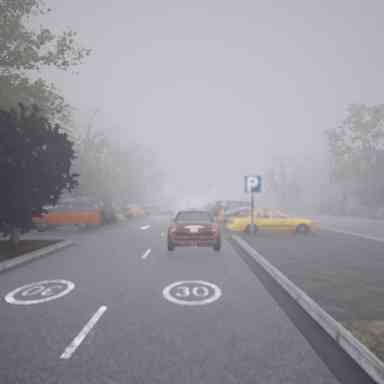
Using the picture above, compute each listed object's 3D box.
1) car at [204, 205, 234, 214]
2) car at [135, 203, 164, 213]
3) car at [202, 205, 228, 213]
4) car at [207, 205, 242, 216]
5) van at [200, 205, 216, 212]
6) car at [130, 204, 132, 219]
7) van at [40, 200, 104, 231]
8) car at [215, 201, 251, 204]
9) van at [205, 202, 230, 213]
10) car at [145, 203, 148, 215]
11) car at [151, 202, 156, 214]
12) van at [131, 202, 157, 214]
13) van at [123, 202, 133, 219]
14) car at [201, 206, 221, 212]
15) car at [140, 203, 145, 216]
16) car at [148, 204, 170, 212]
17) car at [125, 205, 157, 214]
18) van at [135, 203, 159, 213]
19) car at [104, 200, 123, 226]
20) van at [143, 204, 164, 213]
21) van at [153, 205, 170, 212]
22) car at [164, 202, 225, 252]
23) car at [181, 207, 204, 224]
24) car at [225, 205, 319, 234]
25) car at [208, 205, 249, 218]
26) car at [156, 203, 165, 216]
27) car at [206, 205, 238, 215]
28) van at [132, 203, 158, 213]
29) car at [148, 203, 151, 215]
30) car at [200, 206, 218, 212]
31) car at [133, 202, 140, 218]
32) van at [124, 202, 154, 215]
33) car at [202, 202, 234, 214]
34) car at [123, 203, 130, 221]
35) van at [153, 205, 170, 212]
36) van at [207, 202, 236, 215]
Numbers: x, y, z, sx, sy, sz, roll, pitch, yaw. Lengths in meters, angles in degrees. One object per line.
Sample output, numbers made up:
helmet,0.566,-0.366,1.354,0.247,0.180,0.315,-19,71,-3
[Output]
car,4.517,2.953,55.924,4.792,1.488,2.163,0,-2,0
car,-8.503,3.206,67.013,5.566,2.045,2.435,0,-3,0
car,4.554,3.449,66.991,5.008,1.535,2.097,0,-3,0
car,4.576,2.669,47.593,4.792,1.488,2.163,0,-2,0
van,4.435,4.616,94.729,4.442,1.987,1.878,0,-3,0
car,-8.530,2.088,31.158,4.892,1.521,2.231,0,-2,0
van,-8.655,1.598,22.742,4.442,1.987,1.878,0,-2,0
car,4.512,1.854,28.182,4.553,1.767,2.185,0,-2,0
van,4.664,2.945,61.457,4.442,1.987,1.878,0,-3,0
car,-8.530,2.464,42.234,5.008,1.535,2.097,0,-2,0
car,-8.349,2.744,50.541,5.366,1.575,1.946,0,-2,0
van,-8.416,2.815,58.703,4.442,1.987,1.878,0,-2,0
van,-8.653,1.955,33.935,4.442,1.987,1.878,0,-2,0
car,4.544,4.146,80.855,4.892,1.521,2.231,0,-3,0
car,-8.530,2.365,39.340,5.008,1.535,2.097,0,-2,0
car,-8.501,4.185,86.505,5.566,2.045,2.435,0,-3,0
car,-8.538,2.936,56.076,5.008,1.535,2.097,0,-2,0
van,-8.649,3.093,64.244,4.442,1.987,1.878,0,-3,0
car,-8.565,1.654,25.633,5.566,2.045,2.435,0,-2,0
van,-8.647,3.648,75.311,4.442,1.987,1.878,0,-3,0
van,-8.644,4.627,94.803,4.442,1.987,1.878,0,-3,0
car,0.086,1.511,14.762,2.097,1.767,4.553,0,-1,0
car,0.091,2.158,30.952,1.994,1.385,4.181,0,-2,0
car,4.728,1.740,19.863,5.366,1.575,1.946,0,-2,0
car,4.540,2.450,42.046,5.008,1.535,2.097,0,-2,0
car,-3.579,2.641,46.725,1.837,1.490,4.892,0,-2,0
car,4.543,2.774,50.368,4.674,1.452,2.002,0,-2,0
van,-8.649,2.960,61.602,4.442,1.987,1.878,0,-3,0
car,-8.529,2.559,45.003,4.892,1.521,2.231,0,-2,0
car,4.580,4.592,89.171,4.792,1.488,2.163,0,-3,0
car,-8.504,2.150,36.700,4.553,1.767,2.185,0,-2,0
van,-8.417,2.616,53.315,4.442,1.987,1.878,0,-2,0
car,4.519,2.781,58.685,5.566,2.045,2.435,0,-3,0
car,-8.352,1.991,28.393,5.366,1.575,1.946,0,-2,0
van,-8.412,4.488,92.037,4.442,1.987,1.878,0,-3,0
van,4.663,2.602,53.152,4.442,1.987,1.878,0,-2,0
